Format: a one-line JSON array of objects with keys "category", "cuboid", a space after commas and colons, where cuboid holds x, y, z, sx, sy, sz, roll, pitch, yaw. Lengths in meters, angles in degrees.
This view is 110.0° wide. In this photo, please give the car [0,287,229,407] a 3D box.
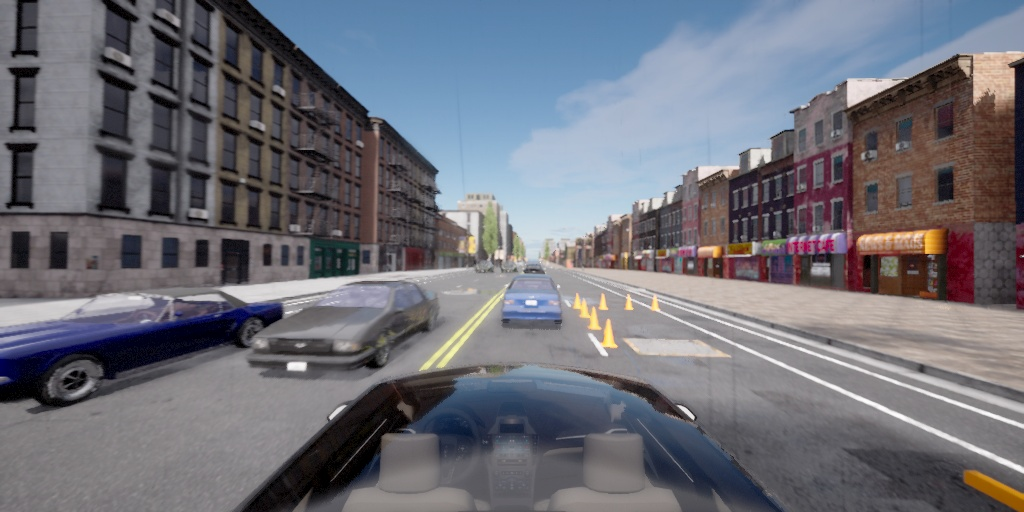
[{"category": "car", "cuboid": [-6.402, 1.271, 6.214, 1.895, 1.301, 4.718, 1, 0, 4]}]

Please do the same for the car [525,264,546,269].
[{"category": "car", "cuboid": [1.951, 1.456, 32.213, 1.837, 1.490, 4.892, 1, -1, 4]}]

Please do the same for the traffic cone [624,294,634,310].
[{"category": "traffic cone", "cuboid": [4.571, 1.787, 14.033, 0.340, 0.580, 0.340, 0, 0, 4]}]

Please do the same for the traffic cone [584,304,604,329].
[{"category": "traffic cone", "cuboid": [2.322, 1.744, 10.168, 0.340, 0.580, 0.340, 0, 0, 4]}]

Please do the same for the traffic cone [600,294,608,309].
[{"category": "traffic cone", "cuboid": [3.573, 1.775, 14.096, 0.340, 0.580, 0.340, 0, 0, 4]}]

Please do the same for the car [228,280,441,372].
[{"category": "car", "cuboid": [-3.036, 1.263, 7.992, 2.033, 1.411, 5.357, 1, 0, 4]}]

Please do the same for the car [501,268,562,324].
[{"category": "car", "cuboid": [0.684, 1.323, 12.193, 2.033, 1.411, 5.357, 1, 0, 4]}]

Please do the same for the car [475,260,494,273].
[{"category": "car", "cuboid": [-3.685, 1.414, 48.862, 2.097, 1.767, 4.553, 1, -1, 4]}]

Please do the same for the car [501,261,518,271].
[{"category": "car", "cuboid": [-0.337, 1.475, 50.275, 2.097, 1.767, 4.553, 1, -1, 4]}]

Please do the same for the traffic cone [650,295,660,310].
[{"category": "traffic cone", "cuboid": [5.568, 1.800, 13.970, 0.340, 0.580, 0.340, 0, 0, 4]}]

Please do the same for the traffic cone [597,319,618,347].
[{"category": "traffic cone", "cuboid": [2.196, 1.738, 8.172, 0.340, 0.580, 0.340, 0, 0, 4]}]

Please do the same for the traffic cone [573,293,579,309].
[{"category": "traffic cone", "cuboid": [2.575, 1.762, 14.160, 0.340, 0.580, 0.340, 0, 0, 4]}]

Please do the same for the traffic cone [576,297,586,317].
[{"category": "traffic cone", "cuboid": [2.449, 1.753, 12.164, 0.340, 0.580, 0.340, 0, 0, 4]}]

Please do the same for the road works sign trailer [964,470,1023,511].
[{"category": "road works sign trailer", "cuboid": [3.132, 0.254, 1.099, 2.380, 3.560, 2.880, 0, 0, 4]}]
